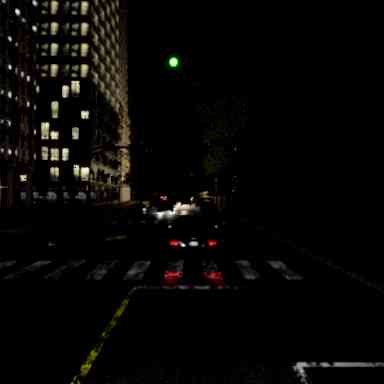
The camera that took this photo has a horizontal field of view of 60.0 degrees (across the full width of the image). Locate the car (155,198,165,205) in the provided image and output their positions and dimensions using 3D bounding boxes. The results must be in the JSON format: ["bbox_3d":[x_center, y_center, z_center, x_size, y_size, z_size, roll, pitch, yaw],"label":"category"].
[{"bbox_3d":[-6.896,2.086,72.830,1.887,1.381,4.507,0,0,-2],"label":"car"}]

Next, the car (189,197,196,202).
[{"bbox_3d":[0.125,2.219,95.503,1.752,1.417,4.829,0,0,-3],"label":"car"}]

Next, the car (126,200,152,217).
[{"bbox_3d":[-5.642,1.813,34.023,2.008,1.369,4.403,0,0,-1],"label":"car"}]

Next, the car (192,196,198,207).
[{"bbox_3d":[1.514,1.991,62.244,1.752,1.417,4.829,0,0,-2],"label":"car"}]

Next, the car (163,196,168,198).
[{"bbox_3d":[-3.765,1.941,59.795,2.128,1.511,4.902,0,0,-1],"label":"car"}]

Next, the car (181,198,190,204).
[{"bbox_3d":[-1.511,1.982,74.854,1.895,1.301,4.718,0,0,-2],"label":"car"}]

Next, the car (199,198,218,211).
[{"bbox_3d":[2.119,1.831,40.076,1.752,1.417,4.829,0,0,-1],"label":"car"}]

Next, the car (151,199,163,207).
[{"bbox_3d":[-6.499,2.008,61.741,1.887,1.381,4.507,0,0,-2],"label":"car"}]

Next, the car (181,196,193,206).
[{"bbox_3d":[-1.137,1.836,64.787,2.097,1.767,4.553,0,0,-2],"label":"car"}]

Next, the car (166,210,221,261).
[{"bbox_3d":[0.037,1.643,12.662,2.033,1.411,5.357,0,0,0],"label":"car"}]

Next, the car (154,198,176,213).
[{"bbox_3d":[-3.353,1.890,42.661,1.994,1.385,4.181,0,0,-1],"label":"car"}]

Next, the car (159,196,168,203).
[{"bbox_3d":[-7.613,1.970,89.460,2.192,1.841,5.009,0,0,-3],"label":"car"}]

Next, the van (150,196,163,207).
[{"bbox_3d":[-6.325,1.765,56.199,1.690,1.788,3.998,0,0,-2],"label":"van"}]

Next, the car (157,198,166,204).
[{"bbox_3d":[-7.120,2.161,78.375,1.802,1.307,4.206,0,0,-2],"label":"car"}]

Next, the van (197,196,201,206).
[{"bbox_3d":[1.995,1.686,45.450,1.690,1.788,3.998,0,0,-1],"label":"van"}]
